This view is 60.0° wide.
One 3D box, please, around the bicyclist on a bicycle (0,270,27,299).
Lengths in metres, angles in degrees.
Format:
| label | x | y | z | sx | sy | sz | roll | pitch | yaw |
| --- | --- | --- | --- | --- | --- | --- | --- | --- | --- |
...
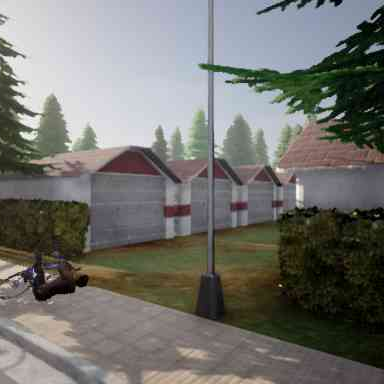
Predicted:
| label | x | y | z | sx | sy | sz | roll | pitch | yaw |
| --- | --- | --- | --- | --- | --- | --- | --- | --- | --- |
| bicyclist on a bicycle | -4.589 | 1.778 | 6.478 | 1.620 | 0.582 | 1.656 | -12 | -20 | 21 |
